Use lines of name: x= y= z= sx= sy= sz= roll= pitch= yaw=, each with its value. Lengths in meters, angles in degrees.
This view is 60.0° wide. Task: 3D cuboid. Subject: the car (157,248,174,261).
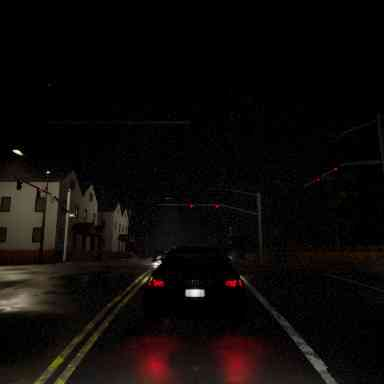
car: x=-3.644 y=8.730 z=46.545 sx=2.097 sy=1.767 sz=4.553 roll=0 pitch=-11 yaw=0

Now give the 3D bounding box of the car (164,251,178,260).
car: x=-3.637 y=11.137 z=58.279 sx=2.128 sy=1.511 sz=4.902 roll=0 pitch=-11 yaw=0

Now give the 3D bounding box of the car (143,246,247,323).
car: x=0.064 y=1.984 z=7.877 sx=1.994 sy=1.385 sz=4.181 roll=0 pitch=-7 yaw=0

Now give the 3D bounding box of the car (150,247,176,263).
car: x=-3.020 y=6.352 z=33.470 sx=2.128 sy=1.511 sz=4.902 roll=2 pitch=-11 yaw=-11

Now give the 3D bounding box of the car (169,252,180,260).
car: x=-3.572 y=13.215 z=68.869 sx=2.128 sy=1.511 sz=4.902 roll=0 pitch=-11 yaw=0
